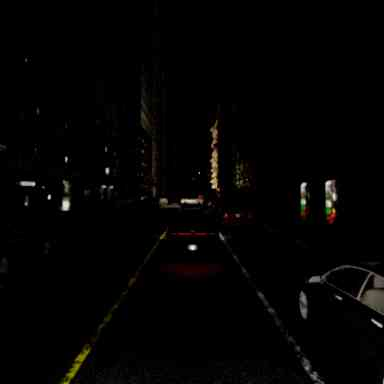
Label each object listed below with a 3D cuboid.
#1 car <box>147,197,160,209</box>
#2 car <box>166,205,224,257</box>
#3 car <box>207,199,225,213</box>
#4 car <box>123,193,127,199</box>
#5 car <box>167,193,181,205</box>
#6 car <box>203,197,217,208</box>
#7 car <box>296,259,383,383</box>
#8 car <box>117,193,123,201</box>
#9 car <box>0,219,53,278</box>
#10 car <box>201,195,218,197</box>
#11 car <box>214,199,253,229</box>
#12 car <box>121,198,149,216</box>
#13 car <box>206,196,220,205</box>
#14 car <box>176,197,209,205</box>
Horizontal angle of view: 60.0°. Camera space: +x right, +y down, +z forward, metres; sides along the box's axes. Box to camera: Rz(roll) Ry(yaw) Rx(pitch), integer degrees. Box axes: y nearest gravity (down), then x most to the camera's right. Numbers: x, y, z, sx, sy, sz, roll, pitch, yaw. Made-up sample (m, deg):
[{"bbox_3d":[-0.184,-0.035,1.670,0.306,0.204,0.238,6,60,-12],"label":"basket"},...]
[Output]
[{"bbox_3d":[-5.717,1.439,44.066,1.967,1.590,4.097,0,0,0],"label":"car"},{"bbox_3d":[0.040,1.504,13.029,1.837,1.490,4.892,0,0,0],"label":"car"},{"bbox_3d":[2.667,1.524,38.561,1.752,1.417,4.829,0,0,0],"label":"car"},{"bbox_3d":[-17.745,1.036,77.487,5.009,1.841,2.192,1,-1,-1],"label":"car"},{"bbox_3d":[-3.067,1.227,57.981,2.150,2.045,5.566,0,0,0],"label":"car"},{"bbox_3d":[2.659,1.526,49.926,1.752,1.417,4.829,0,0,0],"label":"car"},{"bbox_3d":[2.690,1.550,4.297,2.008,1.369,4.403,0,0,0],"label":"car"},{"bbox_3d":[-17.604,1.014,69.109,5.009,1.841,2.192,1,-1,-1],"label":"car"},{"bbox_3d":[-5.694,1.549,9.971,2.008,1.369,4.403,0,0,0],"label":"car"},{"bbox_3d":[2.663,1.314,44.073,2.192,1.841,5.009,0,0,0],"label":"car"},{"bbox_3d":[2.678,1.437,21.343,1.967,1.590,4.097,0,0,0],"label":"car"},{"bbox_3d":[-5.710,1.579,32.701,1.802,1.307,4.206,0,0,0],"label":"car"},{"bbox_3d":[2.671,1.438,32.708,1.967,1.590,4.097,0,0,0],"label":"car"},{"bbox_3d":[0.029,1.489,27.998,2.128,1.511,4.902,0,0,0],"label":"car"}]
